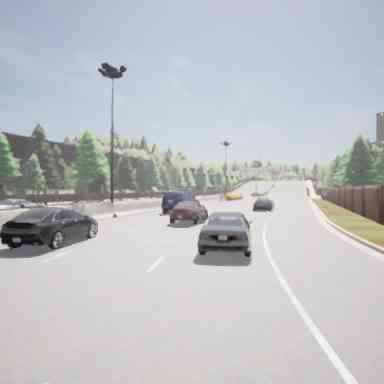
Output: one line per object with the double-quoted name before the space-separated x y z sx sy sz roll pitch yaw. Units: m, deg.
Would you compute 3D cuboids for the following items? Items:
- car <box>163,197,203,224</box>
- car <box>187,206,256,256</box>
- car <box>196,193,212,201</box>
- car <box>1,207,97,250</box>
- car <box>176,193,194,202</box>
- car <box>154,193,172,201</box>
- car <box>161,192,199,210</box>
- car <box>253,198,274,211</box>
"car" -0.160 1.345 22.596 1.812 1.442 4.674 0 1 15
"car" 1.340 1.451 12.831 2.033 1.411 5.357 0 0 9
"car" 2.458 1.012 65.125 1.837 1.490 4.892 0 0 18
"car" -5.605 1.373 13.727 1.837 1.490 4.892 0 1 9
"car" -1.289 1.035 64.975 1.837 1.490 4.892 0 1 19
"car" -5.478 0.997 63.496 1.812 1.442 4.674 0 0 19
"car" -1.079 0.966 31.771 2.150 2.045 5.566 0 1 18
"car" 7.964 1.303 36.877 1.994 1.385 4.181 0 1 18
